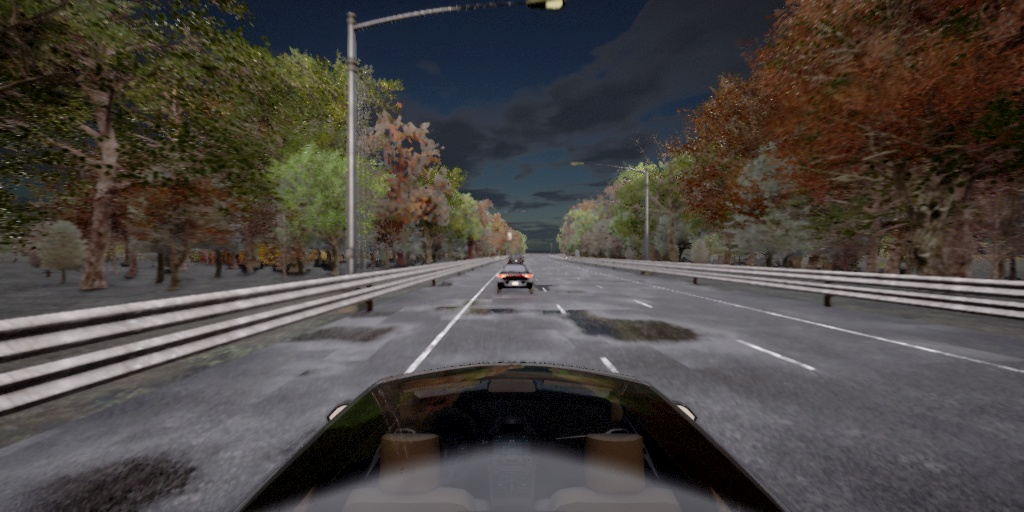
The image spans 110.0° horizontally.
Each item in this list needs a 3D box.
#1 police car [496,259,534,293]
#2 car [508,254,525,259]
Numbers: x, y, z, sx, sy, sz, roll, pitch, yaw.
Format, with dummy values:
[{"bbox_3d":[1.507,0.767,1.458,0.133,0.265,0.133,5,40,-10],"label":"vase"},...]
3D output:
[{"bbox_3d":[0.174,1.146,20.062,2.038,1.542,4.974,0,0,0],"label":"police car"},{"bbox_3d":[0.565,0.689,49.825,2.150,2.045,5.566,0,1,2],"label":"car"}]
